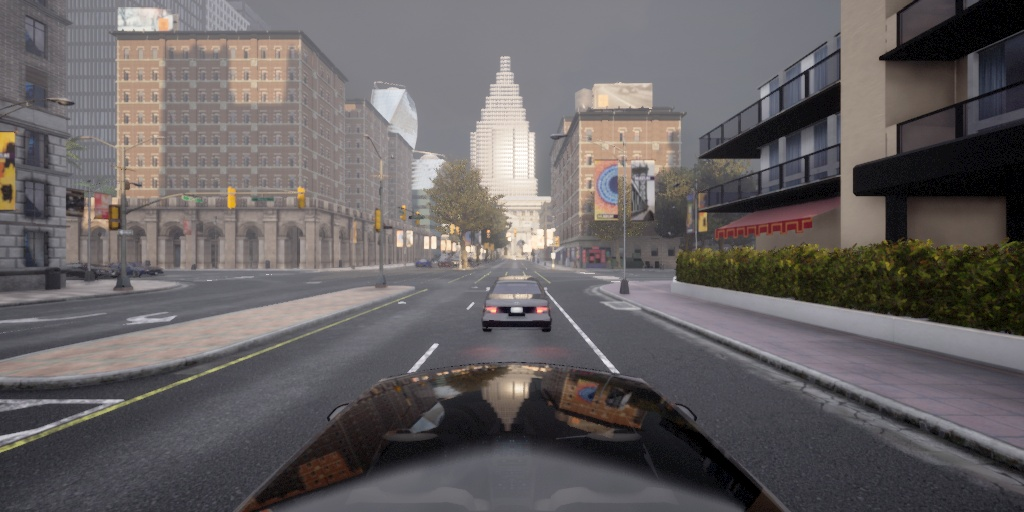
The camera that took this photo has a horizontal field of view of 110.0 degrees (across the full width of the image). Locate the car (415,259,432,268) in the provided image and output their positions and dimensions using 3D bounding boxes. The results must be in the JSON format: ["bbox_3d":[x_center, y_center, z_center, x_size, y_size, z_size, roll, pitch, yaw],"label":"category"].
[{"bbox_3d":[-14.560,1.218,59.235,1.882,1.535,5.008,0,0,1],"label":"car"}]

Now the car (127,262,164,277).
[{"bbox_3d":[-37.008,1.292,34.629,5.357,1.411,2.033,0,0,0],"label":"car"}]

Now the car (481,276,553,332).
[{"bbox_3d":[0.144,1.296,10.812,2.033,1.411,5.357,0,0,1],"label":"car"}]

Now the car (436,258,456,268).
[{"bbox_3d":[-11.057,1.305,59.884,1.994,1.385,4.181,0,0,1],"label":"car"}]

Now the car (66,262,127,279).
[{"bbox_3d":[-36.942,1.271,31.137,4.674,1.442,1.812,0,0,0],"label":"car"}]
